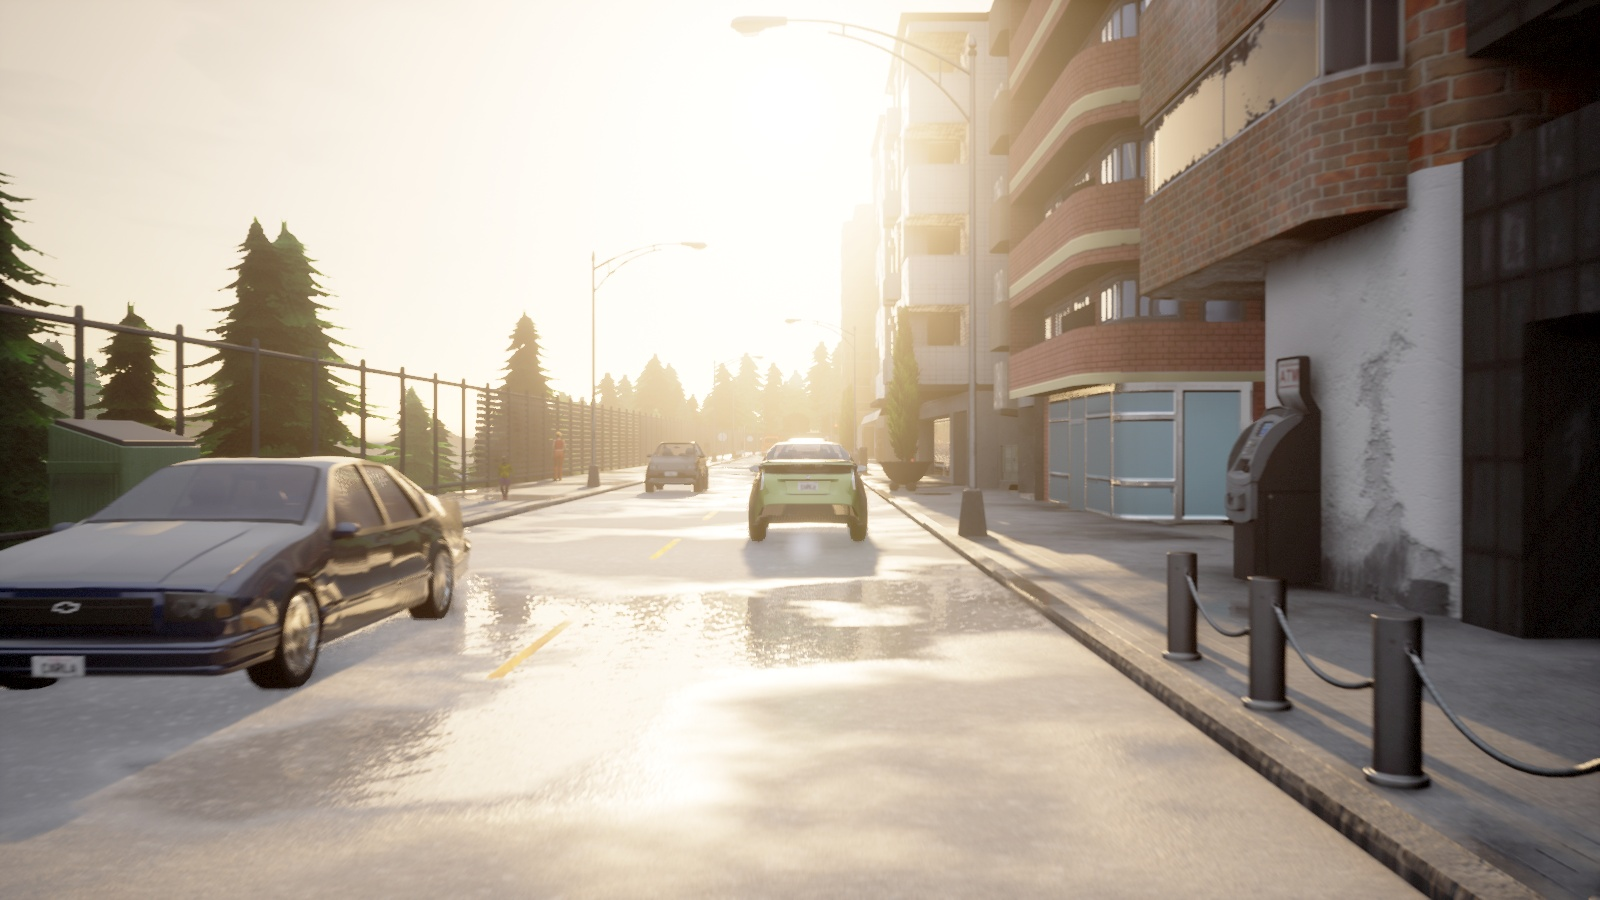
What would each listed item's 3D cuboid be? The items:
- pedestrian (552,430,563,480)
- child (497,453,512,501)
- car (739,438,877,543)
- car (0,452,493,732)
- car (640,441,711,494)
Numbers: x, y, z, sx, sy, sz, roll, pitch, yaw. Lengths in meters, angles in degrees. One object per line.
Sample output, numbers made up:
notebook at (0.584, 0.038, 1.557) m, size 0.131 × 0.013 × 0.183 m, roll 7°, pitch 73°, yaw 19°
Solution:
pedestrian at (-8.917, 0.189, 46.219) m, size 0.345 × 1.836 × 0.594 m, roll 0°, pitch 0°, yaw -14°
child at (-7.175, 0.659, 30.489) m, size 0.299 × 1.160 × 0.473 m, roll 0°, pitch 0°, yaw -5°
car at (0.129, 0.577, 20.560) m, size 2.007 × 1.525 × 4.514 m, roll 0°, pitch 0°, yaw 0°
car at (-3.933, 0.739, 9.180) m, size 2.033 × 1.411 × 5.357 m, roll 0°, pitch 0°, yaw 0°
car at (-3.769, 0.505, 38.543) m, size 1.789 × 1.549 × 3.705 m, roll 0°, pitch 0°, yaw 0°
